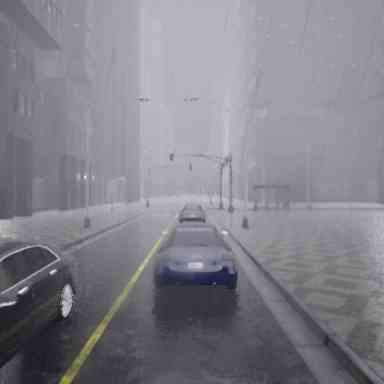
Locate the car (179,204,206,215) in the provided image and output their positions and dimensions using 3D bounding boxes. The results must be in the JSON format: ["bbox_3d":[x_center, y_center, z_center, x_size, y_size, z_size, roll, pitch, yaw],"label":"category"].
[{"bbox_3d":[0.083,1.598,25.007,1.994,1.385,4.181,0,0,2],"label":"car"}]

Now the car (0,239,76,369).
[{"bbox_3d":[-3.100,1.511,4.452,1.837,1.490,4.892,0,0,0],"label":"car"}]

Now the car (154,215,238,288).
[{"bbox_3d":[0.086,1.578,9.269,1.994,1.385,4.181,0,0,0],"label":"car"}]
